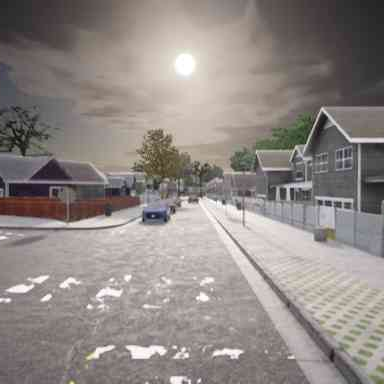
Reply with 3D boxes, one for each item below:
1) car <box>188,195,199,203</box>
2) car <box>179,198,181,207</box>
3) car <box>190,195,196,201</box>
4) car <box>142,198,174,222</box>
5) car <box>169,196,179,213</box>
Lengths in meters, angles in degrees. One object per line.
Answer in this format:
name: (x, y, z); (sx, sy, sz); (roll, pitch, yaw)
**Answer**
car: (0.284, 1.411, 69.582); (2.097, 1.767, 4.553); (0, 0, 0)
car: (-2.706, 1.362, 49.762); (2.097, 1.767, 4.553); (0, 0, 1)
car: (0.242, 1.684, 93.054); (1.812, 1.442, 4.674); (0, 0, 0)
car: (-2.776, 1.463, 26.465); (1.882, 1.535, 5.008); (0, 0, 0)
car: (-2.724, 1.471, 36.524); (1.882, 1.535, 5.008); (0, 0, -1)
